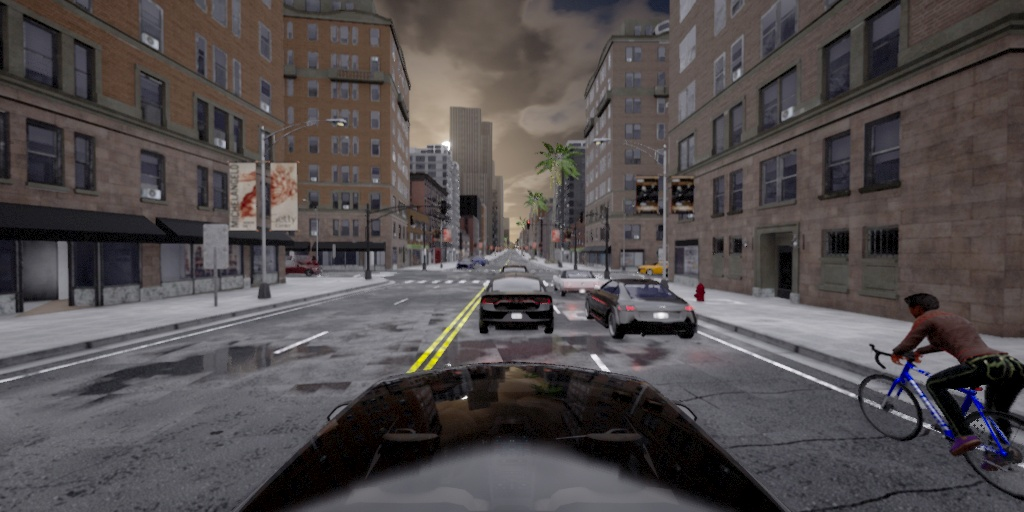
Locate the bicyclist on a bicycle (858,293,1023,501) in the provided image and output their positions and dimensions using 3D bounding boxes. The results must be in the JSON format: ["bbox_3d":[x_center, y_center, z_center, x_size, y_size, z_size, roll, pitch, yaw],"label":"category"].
[{"bbox_3d":[4.148,1.201,3.474,0.582,1.620,1.656,0,0,0],"label":"bicyclist on a bicycle"}]

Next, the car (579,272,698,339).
[{"bbox_3d":[3.354,1.309,10.076,1.994,1.385,4.181,0,0,0],"label":"car"}]

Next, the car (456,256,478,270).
[{"bbox_3d":[-6.572,1.074,51.165,2.097,1.767,4.553,0,0,2],"label":"car"}]

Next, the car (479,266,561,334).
[{"bbox_3d":[0.117,1.222,10.685,1.882,1.535,5.008,0,0,0],"label":"car"}]

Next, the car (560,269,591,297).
[{"bbox_3d":[3.283,1.341,18.890,1.895,1.301,4.718,0,0,0],"label":"car"}]

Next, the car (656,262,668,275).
[{"bbox_3d":[16.270,1.499,33.458,4.313,1.339,1.948,0,0,0],"label":"car"}]

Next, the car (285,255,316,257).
[{"bbox_3d":[-23.822,0.819,39.030,5.009,1.841,2.192,0,0,-8],"label":"car"}]

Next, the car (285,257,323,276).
[{"bbox_3d":[-20.391,1.134,33.700,4.674,1.442,1.812,0,1,-8],"label":"car"}]

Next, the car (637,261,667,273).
[{"bbox_3d":[16.396,1.324,39.402,5.008,1.535,1.882,0,1,0],"label":"car"}]
